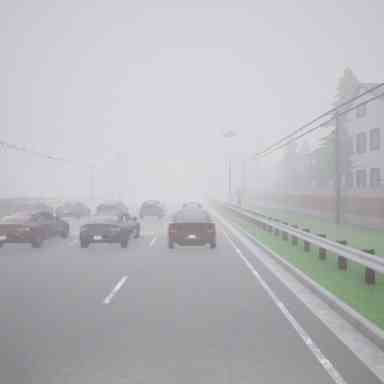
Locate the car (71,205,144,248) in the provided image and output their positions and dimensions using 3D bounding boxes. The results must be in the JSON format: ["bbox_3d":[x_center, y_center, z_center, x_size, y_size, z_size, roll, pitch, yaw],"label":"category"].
[{"bbox_3d":[-3.500,1.530,14.650,1.812,1.442,4.674,0,0,0],"label":"car"}]

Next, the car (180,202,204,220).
[{"bbox_3d":[0.000,1.614,29.680,1.895,1.301,4.718,0,0,0],"label":"car"}]

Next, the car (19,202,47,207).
[{"bbox_3d":[-14.000,1.570,29.650,1.994,1.385,4.181,0,0,0],"label":"car"}]

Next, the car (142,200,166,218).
[{"bbox_3d":[-3.500,1.514,29.650,1.837,1.490,4.892,0,0,0],"label":"car"}]

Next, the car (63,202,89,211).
[{"bbox_3d":[-10.500,1.570,29.650,1.994,1.385,4.181,0,0,0],"label":"car"}]

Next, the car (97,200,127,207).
[{"bbox_3d":[-7.000,1.482,29.650,1.882,1.535,5.008,0,0,0],"label":"car"}]

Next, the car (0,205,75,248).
[{"bbox_3d":[-7.000,1.530,14.650,1.812,1.442,4.674,0,0,0],"label":"car"}]

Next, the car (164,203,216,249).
[{"bbox_3d":[0.000,1.482,14.650,1.882,1.535,5.008,0,0,0],"label":"car"}]
